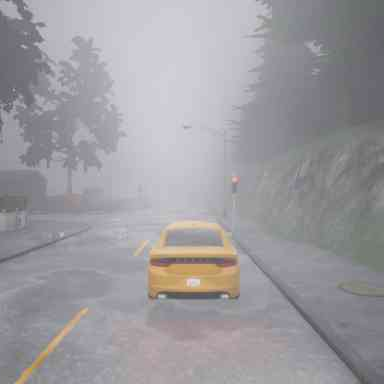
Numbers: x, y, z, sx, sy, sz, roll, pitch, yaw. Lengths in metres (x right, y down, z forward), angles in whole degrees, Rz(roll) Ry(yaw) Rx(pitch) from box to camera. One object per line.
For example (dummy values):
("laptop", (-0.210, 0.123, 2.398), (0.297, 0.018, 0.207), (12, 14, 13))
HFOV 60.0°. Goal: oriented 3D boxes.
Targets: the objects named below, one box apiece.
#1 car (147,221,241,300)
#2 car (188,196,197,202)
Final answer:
("car", (0.050, 1.478, 8.484), (1.882, 1.535, 5.008), (0, 0, 1))
("car", (0.017, 1.507, 71.017), (1.895, 1.301, 4.718), (0, 0, 0))
